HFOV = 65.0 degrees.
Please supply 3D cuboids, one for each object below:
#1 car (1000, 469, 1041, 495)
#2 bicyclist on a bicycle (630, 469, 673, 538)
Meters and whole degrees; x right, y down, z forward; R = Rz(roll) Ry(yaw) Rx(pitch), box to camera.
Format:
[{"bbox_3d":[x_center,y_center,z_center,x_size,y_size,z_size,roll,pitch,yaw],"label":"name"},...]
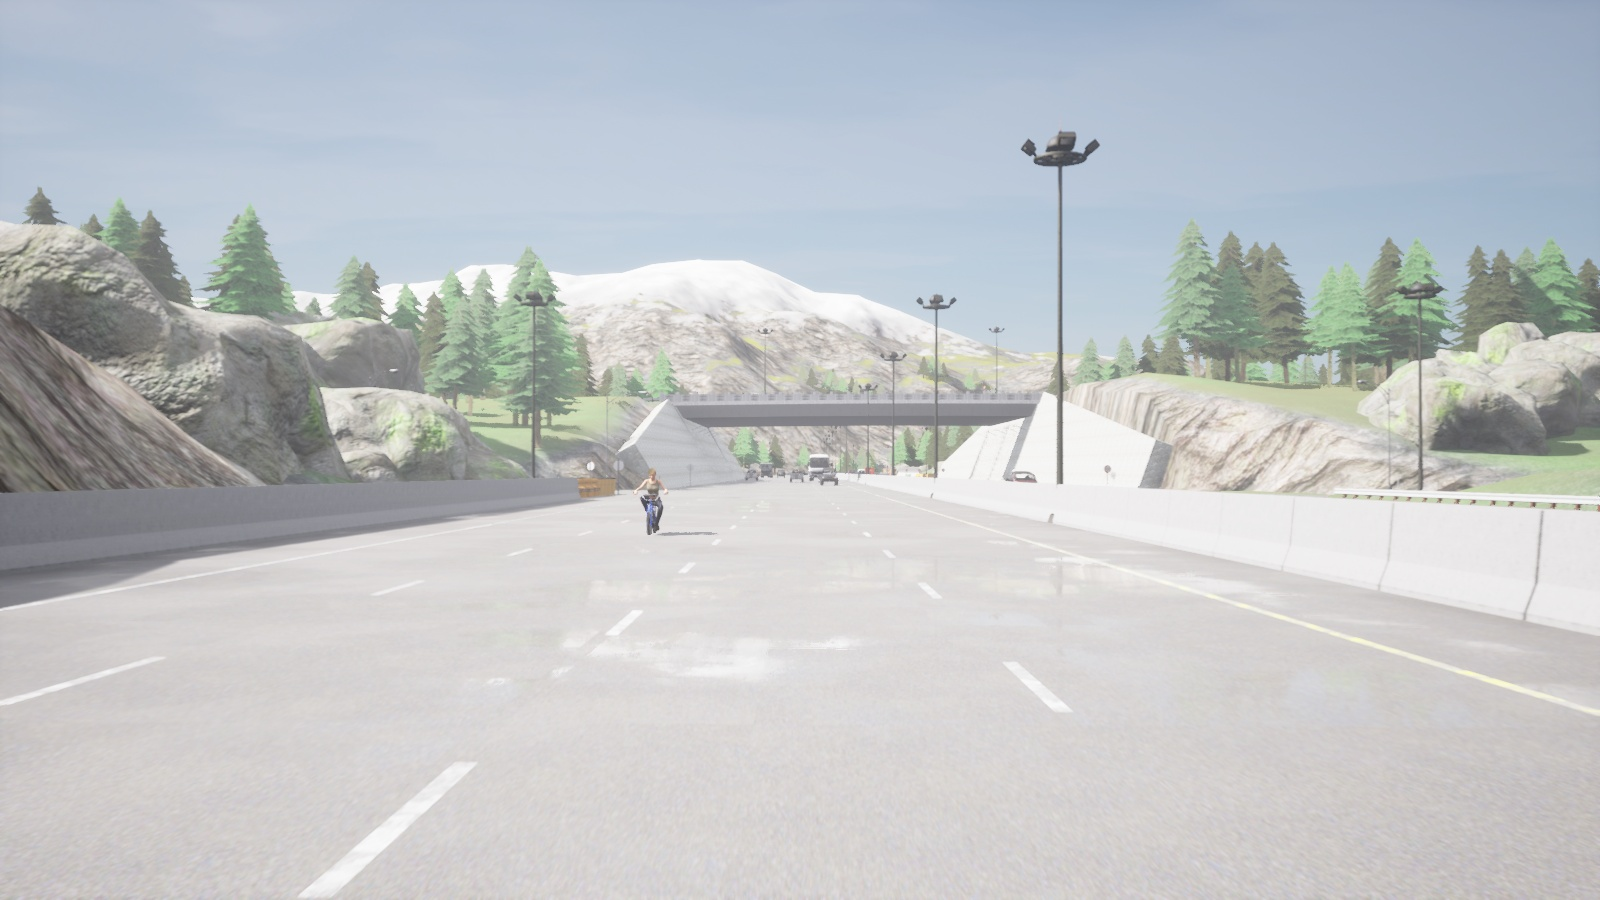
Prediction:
[{"bbox_3d":[13.808,1.979,78.930,1.851,1.617,3.988,0,-1,0],"label":"car"},{"bbox_3d":[-3.569,1.273,30.305,0.866,1.612,1.509,0,-1,0],"label":"bicyclist on a bicycle"}]
